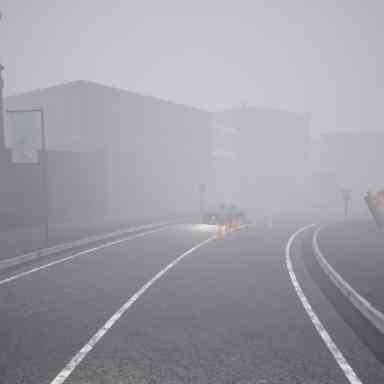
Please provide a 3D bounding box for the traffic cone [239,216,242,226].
[{"bbox_3d":[3.133,1.905,21.924,0.340,0.580,0.340,2,1,17],"label":"traffic cone"}]

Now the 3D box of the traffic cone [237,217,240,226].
[{"bbox_3d":[2.539,1.909,20.015,0.340,0.580,0.340,2,1,17],"label":"traffic cone"}]

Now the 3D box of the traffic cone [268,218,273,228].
[{"bbox_3d":[5.033,1.978,21.330,0.340,0.580,0.340,2,1,17],"label":"traffic cone"}]

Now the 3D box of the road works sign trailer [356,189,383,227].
[{"bbox_3d":[11.350,1.181,20.515,2.880,2.380,3.560,-29,-18,31],"label":"road works sign trailer"}]

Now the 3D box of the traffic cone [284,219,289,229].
[{"bbox_3d":[5.984,2.014,21.035,0.340,0.580,0.340,2,1,17],"label":"traffic cone"}]

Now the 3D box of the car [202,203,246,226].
[{"bbox_3d":[2.287,1.471,23.000,1.994,1.385,4.181,2,1,28],"label":"car"}]

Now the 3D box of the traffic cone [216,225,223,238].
[{"bbox_3d":[1.352,1.914,16.195,0.340,0.580,0.340,2,1,17],"label":"traffic cone"}]
